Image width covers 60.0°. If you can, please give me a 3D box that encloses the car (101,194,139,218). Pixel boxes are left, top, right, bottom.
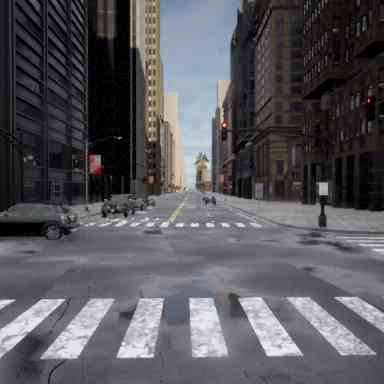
[{"bbox_3d":[-6.639,1.197,30.633,2.150,2.045,5.566,0,0,0],"label":"car"}]

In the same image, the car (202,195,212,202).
[{"bbox_3d":[3.210,1.431,70.992,1.812,1.442,4.674,0,0,0],"label":"car"}]

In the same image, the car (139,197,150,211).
[{"bbox_3d":[-6.645,1.464,40.507,1.837,1.490,4.892,0,0,0],"label":"car"}]

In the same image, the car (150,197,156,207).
[{"bbox_3d":[-6.666,1.507,50.530,1.994,1.385,4.181,0,0,-1],"label":"car"}]

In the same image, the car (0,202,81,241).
[{"bbox_3d":[-7.771,1.277,15.730,4.553,1.767,2.097,0,1,0],"label":"car"}]

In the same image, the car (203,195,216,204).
[{"bbox_3d":[3.265,1.453,59.419,1.812,1.442,4.674,0,0,0],"label":"car"}]
